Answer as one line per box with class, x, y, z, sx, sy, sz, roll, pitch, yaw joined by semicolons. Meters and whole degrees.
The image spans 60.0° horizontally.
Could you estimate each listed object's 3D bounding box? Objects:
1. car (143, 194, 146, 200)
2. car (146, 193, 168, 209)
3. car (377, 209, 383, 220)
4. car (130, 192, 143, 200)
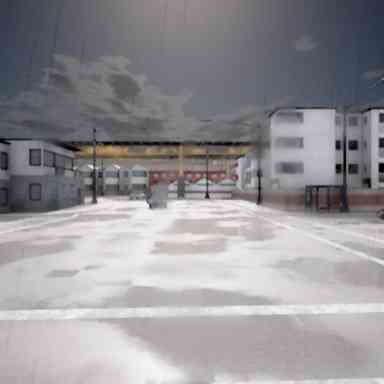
car;-5.617;0.889;49.728;1.837;1.490;4.892;0;2;-16
car;-3.933;1.009;39.099;2.097;1.767;4.553;0;1;-4
car;16.496;1.471;25.060;4.674;1.442;1.812;0;0;1
car;-9.572;0.650;59.285;1.812;1.442;4.674;0;1;-30
